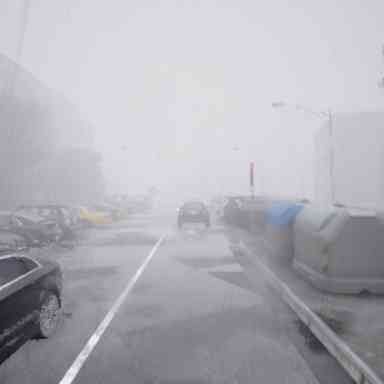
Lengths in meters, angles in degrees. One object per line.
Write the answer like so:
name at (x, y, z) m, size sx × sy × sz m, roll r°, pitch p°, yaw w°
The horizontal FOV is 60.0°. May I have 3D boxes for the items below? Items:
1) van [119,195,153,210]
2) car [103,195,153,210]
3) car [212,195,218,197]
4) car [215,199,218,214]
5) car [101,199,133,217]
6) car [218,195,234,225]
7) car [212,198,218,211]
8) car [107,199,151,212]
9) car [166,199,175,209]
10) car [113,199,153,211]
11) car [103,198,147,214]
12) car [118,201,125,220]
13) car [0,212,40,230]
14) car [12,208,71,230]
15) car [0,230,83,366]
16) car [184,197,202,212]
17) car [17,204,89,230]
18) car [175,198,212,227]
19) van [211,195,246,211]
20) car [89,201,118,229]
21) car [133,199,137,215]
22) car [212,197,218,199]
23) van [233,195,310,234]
van at (-7.760, 1.465, 46.395) m, size 4.442 × 1.987 × 1.878 m, roll 0°, pitch -1°, yaw 0°
car at (-7.616, 1.346, 38.040) m, size 5.566 × 2.045 × 2.435 m, roll 0°, pitch 0°, yaw 0°
car at (4.654, 1.473, 38.301) m, size 4.553 × 1.767 × 2.185 m, roll 0°, pitch 0°, yaw 0°
car at (4.681, 1.613, 29.801) m, size 4.674 × 1.452 × 2.002 m, roll 0°, pitch 0°, yaw 0°
car at (-7.832, 1.560, 26.864) m, size 5.366 × 1.575 × 1.946 m, roll 0°, pitch 0°, yaw 0°
car at (4.711, 1.296, 21.553) m, size 5.566 × 2.045 × 2.435 m, roll 0°, pitch 0°, yaw 0°
car at (4.656, 1.611, 32.590) m, size 4.792 × 1.488 × 2.163 m, roll 0°, pitch 0°, yaw 0°
car at (-7.644, 1.610, 40.773) m, size 5.008 × 1.535 × 2.097 m, roll 0°, pitch 0°, yaw 0°
car at (-3.008, 1.884, 52.783) m, size 1.882 × 1.535 × 5.008 m, roll 0°, pitch -3°, yaw 0°
car at (-7.673, 1.669, 43.605) m, size 4.792 × 1.488 × 2.163 m, roll 0°, pitch -1°, yaw 0°
car at (-7.616, 1.619, 35.245) m, size 4.792 × 1.488 × 2.163 m, roll 0°, pitch 0°, yaw 0°
car at (-7.675, 1.584, 24.070) m, size 4.792 × 1.488 × 2.163 m, roll 0°, pitch 0°, yaw 0°
car at (-7.655, 1.513, 10.102) m, size 4.892 × 1.521 × 2.231 m, roll 0°, pitch 0°, yaw 0°
car at (-7.642, 1.521, 12.896) m, size 4.892 × 1.521 × 2.231 m, roll 0°, pitch 0°, yaw 0°
car at (-3.099, 1.503, 3.750) m, size 2.128 × 1.511 × 4.902 m, roll 0°, pitch 0°, yaw 0°
car at (0.106, 1.484, 40.561) m, size 2.097 × 1.767 × 4.553 m, roll 0°, pitch 0°, yaw 0°
car at (-7.616, 1.403, 15.688) m, size 4.553 × 1.767 × 2.185 m, roll 0°, pitch 0°, yaw 0°
car at (0.104, 1.425, 23.793) m, size 2.097 × 1.767 × 4.553 m, roll 0°, pitch 0°, yaw 0°
van at (4.803, 1.418, 43.868) m, size 4.442 × 1.987 × 1.878 m, roll 0°, pitch -1°, yaw 0°
car at (-7.832, 1.543, 21.277) m, size 5.366 × 1.575 × 1.946 m, roll 0°, pitch 0°, yaw 0°
car at (-7.675, 1.601, 29.658) m, size 4.792 × 1.488 × 2.163 m, roll 0°, pitch 0°, yaw 0°
car at (4.870, 1.587, 35.382) m, size 5.366 × 1.575 × 1.946 m, roll 0°, pitch 0°, yaw 0°
van at (4.799, 1.313, 18.762) m, size 4.442 × 1.987 × 1.878 m, roll 0°, pitch 0°, yaw 0°
